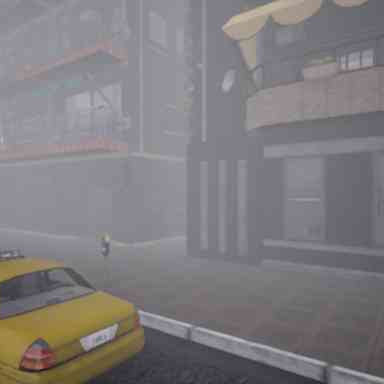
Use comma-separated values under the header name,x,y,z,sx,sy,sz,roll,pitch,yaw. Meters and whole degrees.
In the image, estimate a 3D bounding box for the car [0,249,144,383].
name,x,y,z,sx,sy,sz,roll,pitch,yaw
car,-2.877,1.538,4.917,4.829,1.417,1.752,0,0,35
